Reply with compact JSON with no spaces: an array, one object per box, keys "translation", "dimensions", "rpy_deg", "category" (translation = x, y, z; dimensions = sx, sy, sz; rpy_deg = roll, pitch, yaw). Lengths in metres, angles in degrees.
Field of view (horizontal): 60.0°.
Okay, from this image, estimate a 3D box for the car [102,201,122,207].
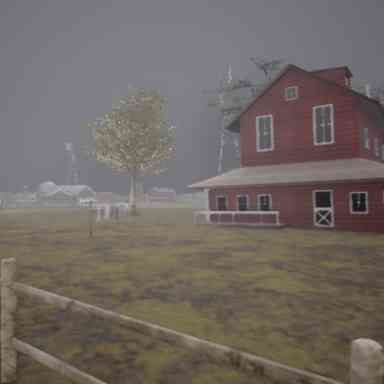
[{"translation":[-17.176,2.637,70.732],"dimensions":[2.033,1.411,5.357],"rpy_deg":[-2,-2,36],"category":"car"}]
